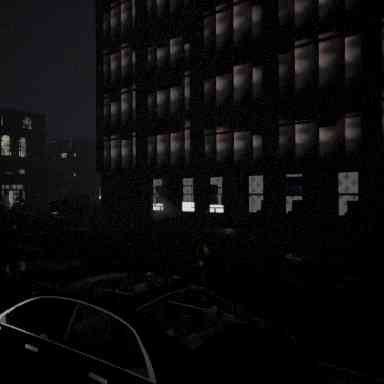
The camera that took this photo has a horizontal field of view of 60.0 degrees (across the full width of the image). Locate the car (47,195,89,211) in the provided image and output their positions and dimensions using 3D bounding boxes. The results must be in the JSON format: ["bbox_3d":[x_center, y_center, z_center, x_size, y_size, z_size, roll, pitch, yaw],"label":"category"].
[{"bbox_3d":[-15.540,1.366,42.450,2.150,2.045,5.566,0,-1,37],"label":"car"}]

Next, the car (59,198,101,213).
[{"bbox_3d":[-12.151,1.683,37.244,1.802,1.307,4.206,-1,-1,36],"label":"car"}]

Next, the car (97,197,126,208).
[{"bbox_3d":[-12.374,1.643,51.150,1.967,1.590,4.097,-1,-1,36],"label":"car"}]

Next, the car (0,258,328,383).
[{"bbox_3d":[-0.922,1.551,3.535,4.403,1.369,2.008,0,0,35],"label":"car"}]

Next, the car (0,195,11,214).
[{"bbox_3d":[-21.657,1.315,34.148,2.150,2.045,5.566,0,-1,36],"label":"car"}]
